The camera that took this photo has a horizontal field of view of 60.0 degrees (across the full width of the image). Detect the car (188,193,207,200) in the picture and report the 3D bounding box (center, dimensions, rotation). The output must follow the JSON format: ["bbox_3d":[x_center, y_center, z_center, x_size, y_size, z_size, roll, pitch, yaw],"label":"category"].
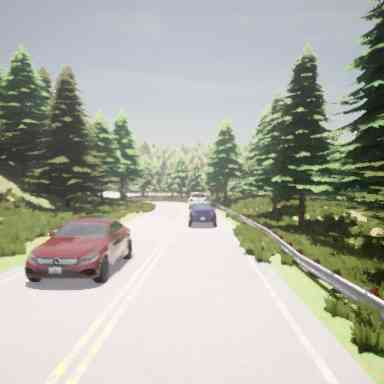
[{"bbox_3d":[0.659,1.108,41.619,2.150,2.045,5.566,1,0,-2],"label":"car"}]

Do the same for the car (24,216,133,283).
[{"bbox_3d":[-2.943,1.468,9.659,1.812,1.442,4.674,1,0,2],"label":"car"}]

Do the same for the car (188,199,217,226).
[{"bbox_3d":[0.696,1.469,22.755,1.812,1.442,4.674,1,0,1],"label":"car"}]
